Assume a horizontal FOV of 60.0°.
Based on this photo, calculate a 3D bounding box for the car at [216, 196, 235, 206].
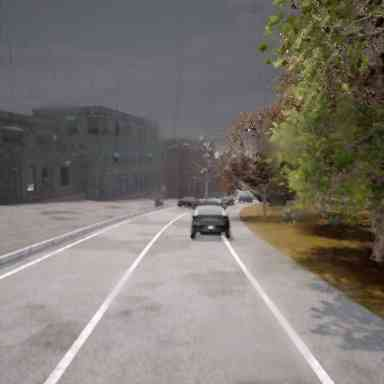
[{"bbox_3d":[5.153,1.358,50.277,1.895,1.301,4.718,2,1,18],"label":"car"}]

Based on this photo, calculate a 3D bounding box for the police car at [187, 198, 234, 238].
[{"bbox_3d":[0.896,1.358,17.340,1.930,1.638,5.238,0,0,1],"label":"police car"}]

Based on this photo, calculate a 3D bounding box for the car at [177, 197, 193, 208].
[{"bbox_3d":[-0.441,1.326,41.796,1.895,1.301,4.718,1,1,13],"label":"car"}]

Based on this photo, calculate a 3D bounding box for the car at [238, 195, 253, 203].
[{"bbox_3d":[10.327,1.290,63.986,1.837,1.490,4.892,2,1,25],"label":"car"}]
